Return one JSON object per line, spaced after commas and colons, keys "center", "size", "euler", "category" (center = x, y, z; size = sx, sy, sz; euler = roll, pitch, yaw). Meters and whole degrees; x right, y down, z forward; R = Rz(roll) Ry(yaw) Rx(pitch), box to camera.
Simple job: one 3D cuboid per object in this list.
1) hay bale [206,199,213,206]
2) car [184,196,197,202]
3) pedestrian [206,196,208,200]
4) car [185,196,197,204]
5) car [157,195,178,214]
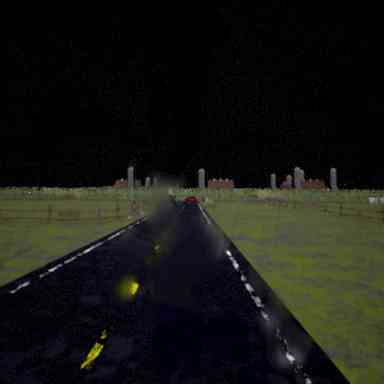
{"center": [3.117, 1.934, 60.205], "size": [1.220, 1.180, 1.240], "euler": [-1, -1, 0], "category": "hay bale"}
{"center": [-0.452, 1.800, 87.460], "size": [1.895, 1.301, 4.718], "euler": [0, 0, -20], "category": "car"}
{"center": [2.827, 1.586, 61.315], "size": [0.375, 1.860, 0.375], "euler": [1, -1, -3], "category": "pedestrian"}
{"center": [0.004, 1.621, 68.880], "size": [1.882, 1.535, 5.008], "euler": [0, 0, 0], "category": "car"}
{"center": [-2.843, 1.410, 39.164], "size": [2.150, 2.045, 5.566], "euler": [0, 0, 0], "category": "car"}
